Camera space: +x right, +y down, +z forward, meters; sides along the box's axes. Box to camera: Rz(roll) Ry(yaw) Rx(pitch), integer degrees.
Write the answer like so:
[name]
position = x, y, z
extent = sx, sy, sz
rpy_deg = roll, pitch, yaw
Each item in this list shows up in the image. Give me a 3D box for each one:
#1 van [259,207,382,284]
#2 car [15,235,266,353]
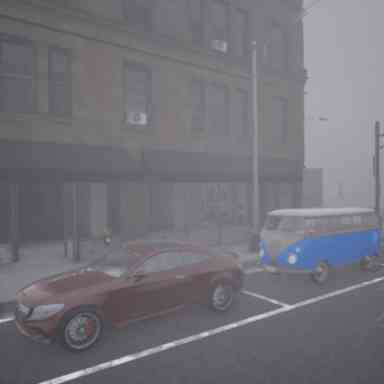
[van]
position = 3.600, 1.333, 9.231
extent = 3.998, 1.788, 1.690
rpy_deg = 0, -1, -35
[car]
position = -0.841, 1.579, 6.060
extent = 4.206, 1.307, 1.802
rpy_deg = 0, -1, -35
